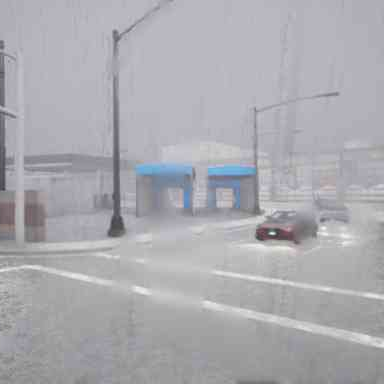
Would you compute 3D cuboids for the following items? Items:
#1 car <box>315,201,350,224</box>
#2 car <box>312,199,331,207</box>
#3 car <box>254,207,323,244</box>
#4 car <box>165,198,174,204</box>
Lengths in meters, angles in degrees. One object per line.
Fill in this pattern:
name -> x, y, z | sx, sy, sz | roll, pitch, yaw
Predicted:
car -> 10.892, 1.639, 25.366 | 1.895, 1.301, 4.718 | -1, 0, 28
car -> 15.250, 1.550, 38.562 | 2.128, 1.511, 4.902 | -1, 0, 8
car -> 4.649, 1.619, 16.173 | 1.994, 1.385, 4.181 | -1, 0, 36
car -> -6.452, 2.044, 76.608 | 4.718, 1.301, 1.895 | -1, 0, 37
